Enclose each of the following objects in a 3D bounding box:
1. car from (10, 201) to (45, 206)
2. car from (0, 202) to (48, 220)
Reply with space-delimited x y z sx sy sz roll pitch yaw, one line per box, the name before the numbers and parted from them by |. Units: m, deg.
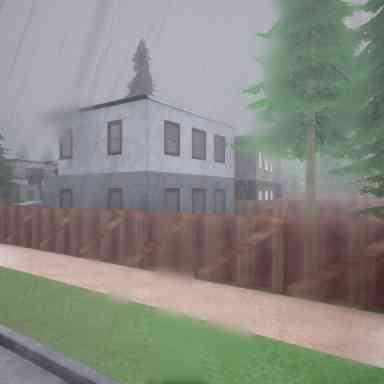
car | -12.201 1.486 27.267 1.837 1.490 4.892 0 0 27
car | -15.351 1.582 29.329 1.895 1.301 4.718 0 0 28
